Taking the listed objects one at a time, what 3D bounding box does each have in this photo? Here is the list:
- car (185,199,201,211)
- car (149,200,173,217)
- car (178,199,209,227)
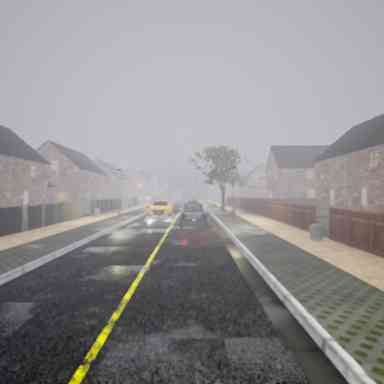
[{"bbox_3d":[0.119,1.580,41.879,1.994,1.385,4.181,0,0,0],"label":"car"},{"bbox_3d":[-2.831,1.463,30.751,1.882,1.535,5.008,0,0,0],"label":"car"},{"bbox_3d":[0.112,1.466,22.333,2.128,1.511,4.902,0,0,0],"label":"car"}]
